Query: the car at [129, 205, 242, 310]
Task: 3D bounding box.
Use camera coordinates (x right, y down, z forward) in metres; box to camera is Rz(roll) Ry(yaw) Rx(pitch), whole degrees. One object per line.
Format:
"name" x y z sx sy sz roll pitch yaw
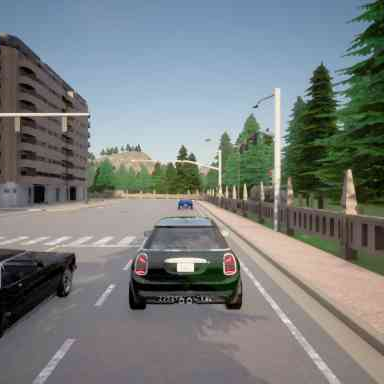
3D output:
"car" -0.130 1.352 7.990 2.097 1.767 4.553 0 0 0

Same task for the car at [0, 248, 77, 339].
"car" -3.545 1.601 5.618 1.895 1.301 4.718 0 0 -1

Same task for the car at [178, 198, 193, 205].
"car" -0.878 1.478 44.270 1.882 1.535 5.008 0 0 -1
